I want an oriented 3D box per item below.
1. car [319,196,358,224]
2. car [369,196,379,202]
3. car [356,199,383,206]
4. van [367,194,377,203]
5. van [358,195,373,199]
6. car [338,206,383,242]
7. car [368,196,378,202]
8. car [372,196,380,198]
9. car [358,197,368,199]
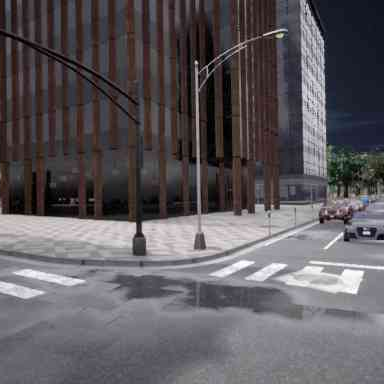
[{"bbox_3d":[11.135,1.403,25.579,2.192,1.841,5.009,-1,-1,31],"label":"car"},{"bbox_3d":[44.650,1.679,81.565,1.947,1.339,4.313,-1,-1,31],"label":"car"},{"bbox_3d":[13.225,1.510,23.848,1.882,1.535,5.008,-1,-1,31],"label":"car"},{"bbox_3d":[39.061,1.447,72.236,1.690,1.788,3.998,-1,-1,31],"label":"van"},{"bbox_3d":[25.098,1.434,48.908,1.690,1.788,3.998,-1,-1,31],"label":"van"},{"bbox_3d":[8.581,1.596,16.108,1.994,1.385,4.181,-1,-1,31],"label":"car"},{"bbox_3d":[41.769,1.635,76.754,1.752,1.417,4.829,-1,-1,31],"label":"car"},{"bbox_3d":[23.663,1.581,41.122,2.033,1.411,5.357,-1,-1,31],"label":"car"},{"bbox_3d":[19.429,1.616,39.428,1.752,1.417,4.829,-1,-1,31],"label":"car"}]
